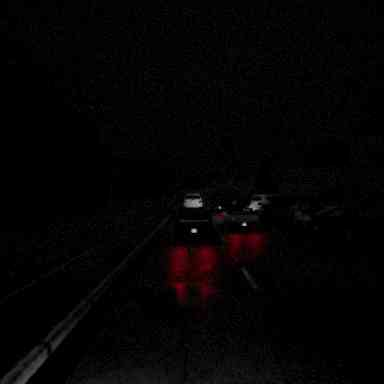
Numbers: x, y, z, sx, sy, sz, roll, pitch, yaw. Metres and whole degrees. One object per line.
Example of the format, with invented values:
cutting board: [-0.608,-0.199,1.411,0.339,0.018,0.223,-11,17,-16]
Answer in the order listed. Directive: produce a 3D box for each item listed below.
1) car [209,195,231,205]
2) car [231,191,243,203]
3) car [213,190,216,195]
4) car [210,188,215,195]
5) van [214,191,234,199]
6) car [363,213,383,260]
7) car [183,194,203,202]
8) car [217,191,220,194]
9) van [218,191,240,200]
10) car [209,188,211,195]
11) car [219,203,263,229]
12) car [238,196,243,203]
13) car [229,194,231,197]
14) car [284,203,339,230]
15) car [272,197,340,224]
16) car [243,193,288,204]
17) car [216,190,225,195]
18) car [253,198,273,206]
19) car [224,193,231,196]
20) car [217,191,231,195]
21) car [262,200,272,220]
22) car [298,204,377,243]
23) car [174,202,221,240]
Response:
car: [3.099,1.467,39.469,1.837,1.490,4.892,0,0,0]
car: [8.047,1.194,40.217,5.566,2.045,2.435,1,1,-20]
car: [8.063,0.980,76.204,4.892,1.521,2.231,1,1,-20]
car: [8.047,0.688,79.169,5.566,2.045,2.435,1,1,-20]
van: [7.963,0.673,82.122,4.442,1.987,1.878,1,1,-20]
car: [8.044,1.527,10.197,4.792,1.488,2.163,1,0,-20]
car: [0.099,1.190,38.620,2.150,2.045,5.566,0,0,0]
car: [8.064,1.139,67.259,4.674,1.452,2.002,1,1,-20]
van: [8.180,0.794,73.262,4.442,1.987,1.878,1,1,-20]
car: [8.098,0.607,85.165,5.566,2.045,2.435,1,1,-20]
car: [3.099,1.636,21.933,1.895,1.301,4.718,0,0,0]
car: [7.898,1.484,34.166,5.366,1.575,1.946,1,1,-20]
car: [8.241,1.375,46.312,5.366,1.575,1.946,1,0,-20]
car: [8.072,1.560,19.214,4.674,1.452,2.002,1,0,-20]
car: [8.102,1.397,22.225,4.553,1.767,2.185,1,0,-20]
car: [8.098,1.254,31.237,5.566,2.045,2.435,1,0,-20]
car: [8.041,0.933,70.229,4.553,1.767,2.185,1,1,-20]
car: [8.095,1.544,28.239,4.792,1.488,2.163,1,0,-20]
car: [8.044,1.329,52.235,4.792,1.488,2.163,1,1,-20]
car: [8.043,1.168,64.240,4.792,1.488,2.163,1,1,-20]
car: [8.072,1.564,25.214,4.674,1.452,2.002,1,0,-20]
car: [8.063,1.514,16.214,5.008,1.535,2.097,1,0,-20]
car: [0.099,1.522,17.299,2.128,1.511,4.902,0,0,0]
